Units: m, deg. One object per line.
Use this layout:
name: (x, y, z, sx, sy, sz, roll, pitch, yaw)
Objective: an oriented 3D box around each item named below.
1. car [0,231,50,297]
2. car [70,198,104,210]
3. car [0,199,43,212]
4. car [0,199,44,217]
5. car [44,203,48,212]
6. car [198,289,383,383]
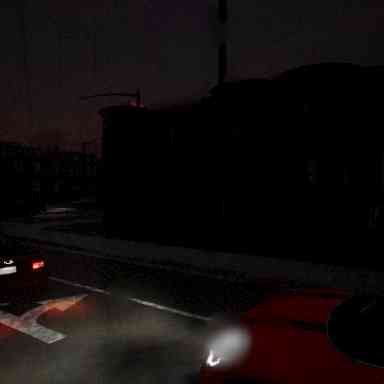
car: (-5.505, 1.547, 7.891, 5.357, 1.411, 2.033, 0, 0, 37)
car: (-13.294, 1.601, 44.354, 1.895, 1.301, 4.718, 0, 0, 36)
car: (-20.876, 1.547, 39.782, 2.033, 1.411, 5.357, 0, 0, 36)
car: (-15.840, 1.477, 28.655, 1.882, 1.535, 5.008, 0, 0, 38)
car: (-18.362, 1.564, 37.273, 1.994, 1.385, 4.181, 0, 0, 36)
car: (2.247, 1.352, 2.394, 4.553, 1.767, 2.097, 0, 0, 36)
